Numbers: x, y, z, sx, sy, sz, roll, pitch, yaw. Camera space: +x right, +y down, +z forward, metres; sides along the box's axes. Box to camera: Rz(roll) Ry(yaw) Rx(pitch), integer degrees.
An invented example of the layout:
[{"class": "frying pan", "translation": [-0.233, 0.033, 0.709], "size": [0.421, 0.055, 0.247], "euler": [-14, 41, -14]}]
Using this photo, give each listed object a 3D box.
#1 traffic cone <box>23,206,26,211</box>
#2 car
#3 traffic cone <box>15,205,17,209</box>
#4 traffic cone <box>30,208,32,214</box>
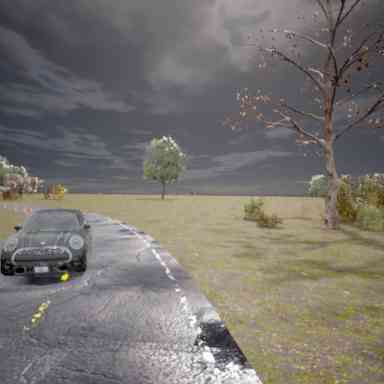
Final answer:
[{"class": "traffic cone", "translation": [-18.571, 1.835, 36.841], "size": [0.340, 0.580, 0.340], "euler": [1, 0, -36]}, {"class": "car", "translation": [-4.300, 1.346, 10.488], "size": [2.097, 1.767, 4.553], "euler": [0, 0, -14]}, {"class": "traffic cone", "translation": [-21.543, 1.800, 40.663], "size": [0.340, 0.580, 0.340], "euler": [1, 0, -40]}, {"class": "traffic cone", "translation": [-15.848, 1.865, 32.838], "size": [0.340, 0.580, 0.340], "euler": [1, 0, -32]}]
